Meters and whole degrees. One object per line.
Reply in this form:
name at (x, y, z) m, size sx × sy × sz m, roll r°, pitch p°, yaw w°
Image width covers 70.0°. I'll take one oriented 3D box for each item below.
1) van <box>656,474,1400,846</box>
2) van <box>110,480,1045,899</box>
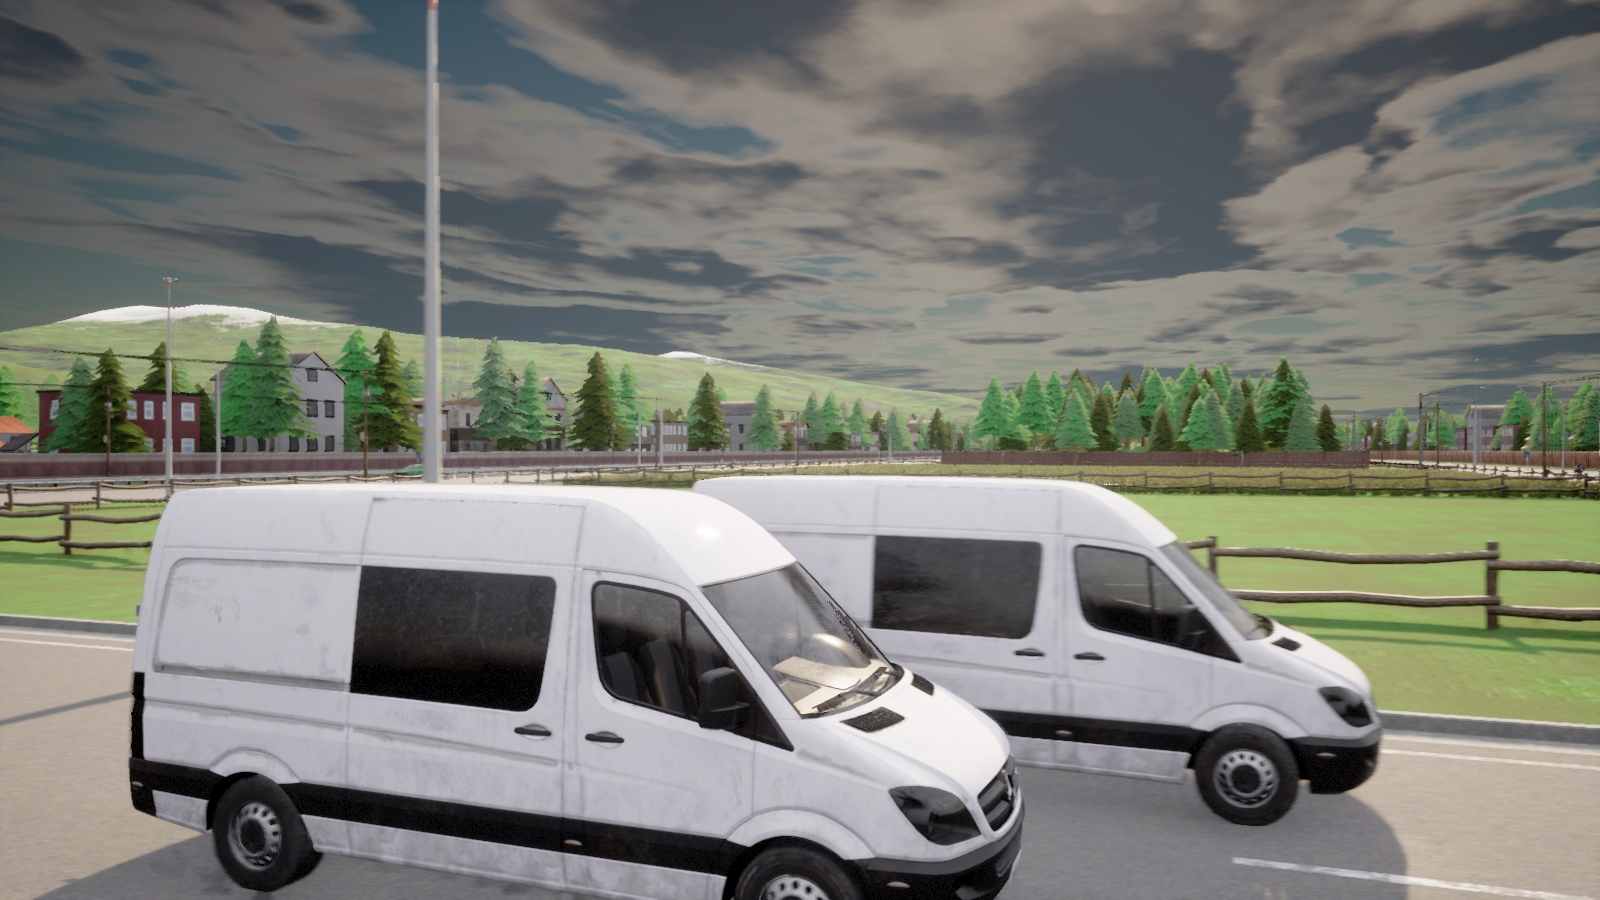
van at (1.837, 1.534, 10.093) m, size 5.915 × 2.561 × 1.988 m, roll 0°, pitch 0°, yaw 20°
van at (-1.509, 1.534, 7.585) m, size 5.915 × 2.561 × 1.988 m, roll 0°, pitch 0°, yaw 20°
